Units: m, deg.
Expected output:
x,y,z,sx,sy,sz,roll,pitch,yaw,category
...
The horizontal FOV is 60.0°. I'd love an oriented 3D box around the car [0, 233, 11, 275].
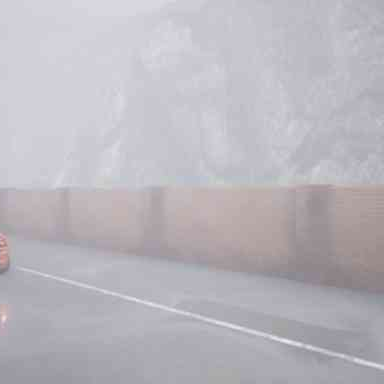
x,y,z,sx,sy,sz,roll,pitch,yaw,category
-6.960,1.327,9.088,4.553,1.767,2.097,0,0,36,car
